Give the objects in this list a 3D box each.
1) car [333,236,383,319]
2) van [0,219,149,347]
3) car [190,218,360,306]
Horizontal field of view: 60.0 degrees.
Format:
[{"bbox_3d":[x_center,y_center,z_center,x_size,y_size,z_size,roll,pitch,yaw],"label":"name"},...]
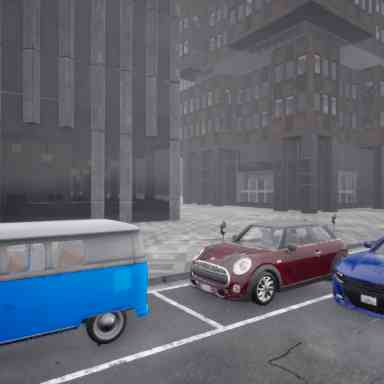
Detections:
[{"bbox_3d":[4.901,1.479,6.831,5.008,1.535,1.882,0,0,-35],"label":"car"},{"bbox_3d":[-2.591,1.341,4.798,3.998,1.788,1.690,0,0,-35],"label":"van"},{"bbox_3d":[1.920,1.441,7.987,4.097,1.590,1.967,0,0,-35],"label":"car"}]
